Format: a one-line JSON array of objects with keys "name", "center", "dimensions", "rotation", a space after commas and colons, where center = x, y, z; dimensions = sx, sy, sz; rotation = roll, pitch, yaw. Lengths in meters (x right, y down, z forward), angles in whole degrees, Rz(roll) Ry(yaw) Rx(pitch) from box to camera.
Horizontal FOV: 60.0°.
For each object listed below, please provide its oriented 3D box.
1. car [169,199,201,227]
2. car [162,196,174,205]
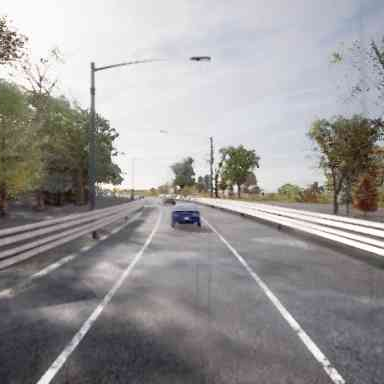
[{"name": "car", "center": [-0.493, 1.479, 23.051], "dimensions": [1.882, 1.535, 5.008], "rotation": [0, 0, -4]}, {"name": "car", "center": [-3.958, 1.469, 56.249], "dimensions": [1.837, 1.490, 4.892], "rotation": [1, 0, -9]}]
